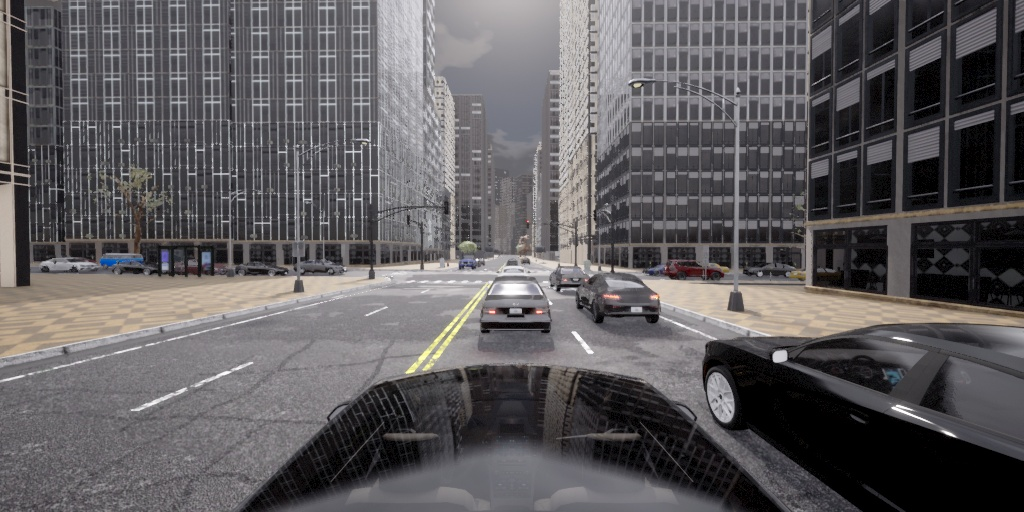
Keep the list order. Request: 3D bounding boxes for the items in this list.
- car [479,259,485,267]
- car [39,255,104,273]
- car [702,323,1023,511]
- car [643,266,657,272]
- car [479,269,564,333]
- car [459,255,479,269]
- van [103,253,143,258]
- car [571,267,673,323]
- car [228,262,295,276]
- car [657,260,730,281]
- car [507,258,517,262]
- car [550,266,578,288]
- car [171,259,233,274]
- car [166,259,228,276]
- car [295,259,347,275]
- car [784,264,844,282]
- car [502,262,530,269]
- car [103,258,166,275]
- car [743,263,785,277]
[{"bbox_3d":[-6.604,1.190,63.801,2.128,1.511,4.902,0,0,0],"label":"car"},{"bbox_3d":[-44.173,0.892,35.806,4.674,1.442,1.812,1,1,0],"label":"car"},{"bbox_3d":[3.344,1.227,2.575,1.882,1.535,5.008,0,0,0],"label":"car"},{"bbox_3d":[16.701,1.410,37.929,5.357,1.411,2.033,0,1,1],"label":"car"},{"bbox_3d":[0.096,1.293,10.652,2.033,1.411,5.357,0,0,0],"label":"car"},{"bbox_3d":[-6.631,0.932,53.883,2.150,2.045,5.566,0,0,0],"label":"car"},{"bbox_3d":[-45.313,0.603,41.613,3.998,1.789,1.690,0,0,1],"label":"van"},{"bbox_3d":[3.345,1.271,11.922,1.812,1.442,4.674,0,0,0],"label":"car"},{"bbox_3d":[-22.751,1.172,32.661,4.313,1.339,1.948,0,0,1],"label":"car"},{"bbox_3d":[16.174,1.267,32.159,5.009,1.841,2.192,0,0,1],"label":"car"},{"bbox_3d":[0.057,1.204,64.863,1.837,1.490,4.892,0,1,0],"label":"car"},{"bbox_3d":[3.340,1.286,21.333,2.033,1.411,5.357,0,0,0],"label":"car"},{"bbox_3d":[-30.654,1.016,35.524,4.674,1.442,1.812,0,1,1],"label":"car"},{"bbox_3d":[-28.435,1.136,32.791,4.207,1.307,1.802,0,0,1],"label":"car"},{"bbox_3d":[-18.821,1.089,35.290,4.902,1.511,2.128,1,1,1],"label":"car"},{"bbox_3d":[27.623,1.577,31.970,4.829,1.417,1.751,0,0,1],"label":"car"},{"bbox_3d":[0.089,1.265,20.243,1.812,1.442,4.674,0,0,0],"label":"car"},{"bbox_3d":[-34.116,1.067,32.960,4.313,1.339,1.948,0,0,1],"label":"car"},{"bbox_3d":[27.017,1.458,37.757,4.892,1.490,1.837,1,1,1],"label":"car"}]
